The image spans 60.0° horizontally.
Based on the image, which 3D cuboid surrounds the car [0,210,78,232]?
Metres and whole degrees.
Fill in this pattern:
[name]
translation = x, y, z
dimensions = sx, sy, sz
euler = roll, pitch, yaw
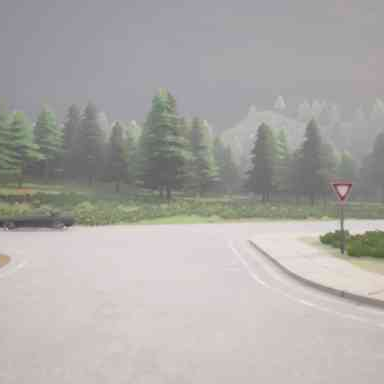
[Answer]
[car]
translation = -10.143, 1.879, 22.008
dimensions = 4.718, 1.301, 1.895
euler = 0, -1, -12
